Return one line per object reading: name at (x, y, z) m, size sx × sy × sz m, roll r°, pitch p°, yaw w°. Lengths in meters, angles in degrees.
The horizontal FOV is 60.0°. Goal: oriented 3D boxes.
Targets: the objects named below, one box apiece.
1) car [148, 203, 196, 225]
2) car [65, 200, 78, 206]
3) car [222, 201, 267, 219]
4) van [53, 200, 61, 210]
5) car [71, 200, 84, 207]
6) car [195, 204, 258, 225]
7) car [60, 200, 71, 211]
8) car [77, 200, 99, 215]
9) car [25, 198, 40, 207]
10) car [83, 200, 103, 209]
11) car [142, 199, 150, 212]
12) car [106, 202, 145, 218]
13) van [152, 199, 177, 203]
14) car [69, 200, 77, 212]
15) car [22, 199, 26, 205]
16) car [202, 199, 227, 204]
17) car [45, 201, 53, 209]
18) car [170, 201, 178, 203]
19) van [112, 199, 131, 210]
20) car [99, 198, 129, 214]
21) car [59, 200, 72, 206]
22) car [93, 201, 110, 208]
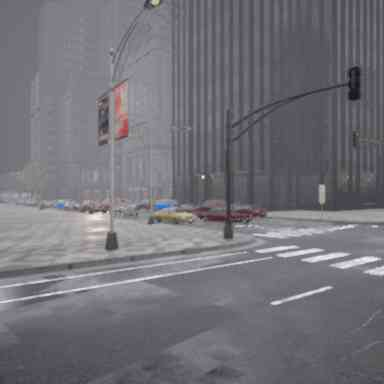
car at (-1.496, 1.895, 27.810) m, size 1.752 × 1.417 × 4.829 m, roll -1°, pitch 0°, yaw -35°
car at (-30.014, 2.748, 82.574) m, size 1.947 × 1.339 × 4.313 m, roll -1°, pitch 0°, yaw -35°
car at (5.359, 1.909, 32.884) m, size 1.887 × 1.381 × 4.507 m, roll -1°, pitch 0°, yaw -35°
van at (-21.432, 2.178, 55.811) m, size 1.690 × 1.788 × 3.998 m, roll -1°, pitch 0°, yaw -35°
car at (-26.997, 2.682, 78.335) m, size 1.947 × 1.339 × 4.313 m, roll -1°, pitch 0°, yaw -35°
car at (2.641, 1.922, 26.607) m, size 1.895 × 1.301 × 4.718 m, roll 0°, pitch -1°, yaw -35°
car at (-18.596, 2.212, 51.830) m, size 1.967 × 1.590 × 4.097 m, roll -1°, pitch 0°, yaw -35°
car at (-12.932, 1.955, 43.870) m, size 2.192 × 1.841 × 5.009 m, roll -1°, pitch 0°, yaw -35°
car at (-36.554, 2.725, 77.059) m, size 1.887 × 1.381 × 4.507 m, roll -1°, pitch 0°, yaw -35°
car at (-18.302, 2.346, 61.372) m, size 1.882 × 1.535 × 5.008 m, roll 0°, pitch -1°, yaw -35°
car at (-6.427, 1.958, 49.476) m, size 2.192 × 1.841 × 5.009 m, roll -1°, pitch 0°, yaw -35°
car at (-7.261, 2.057, 35.909) m, size 2.008 × 1.369 × 4.403 m, roll -1°, pitch 0°, yaw -35°
van at (-3.481, 1.915, 45.328) m, size 1.690 × 1.788 × 3.998 m, roll -1°, pitch 0°, yaw -35°
car at (-15.761, 2.250, 47.850) m, size 1.887 × 1.381 × 4.507 m, roll -1°, pitch 0°, yaw -35°
car at (-39.672, 2.830, 81.440) m, size 1.802 × 1.307 × 4.206 m, roll -1°, pitch 0°, yaw -35°
car at (2.409, 1.749, 37.033) m, size 2.192 × 1.841 × 5.009 m, roll -1°, pitch 0°, yaw -35°
car at (-27.200, 2.410, 63.916) m, size 1.967 × 1.590 × 4.097 m, roll -1°, pitch 0°, yaw -35°
car at (-0.531, 2.086, 41.180) m, size 1.802 × 1.307 × 4.206 m, roll -1°, pitch 0°, yaw -35°
van at (-12.317, 2.121, 57.771) m, size 1.690 × 1.788 × 3.998 m, roll -1°, pitch 0°, yaw -35°
car at (-10.022, 1.841, 44.416) m, size 2.150 × 2.045 × 5.566 m, roll 0°, pitch -1°, yaw -35°
car at (-33.031, 2.798, 86.811) m, size 2.008 × 1.369 × 4.403 m, roll -1°, pitch 0°, yaw -35°
car at (-17.946, 2.492, 65.620) m, size 1.802 × 1.307 × 4.206 m, roll -1°, pitch 0°, yaw -35°
